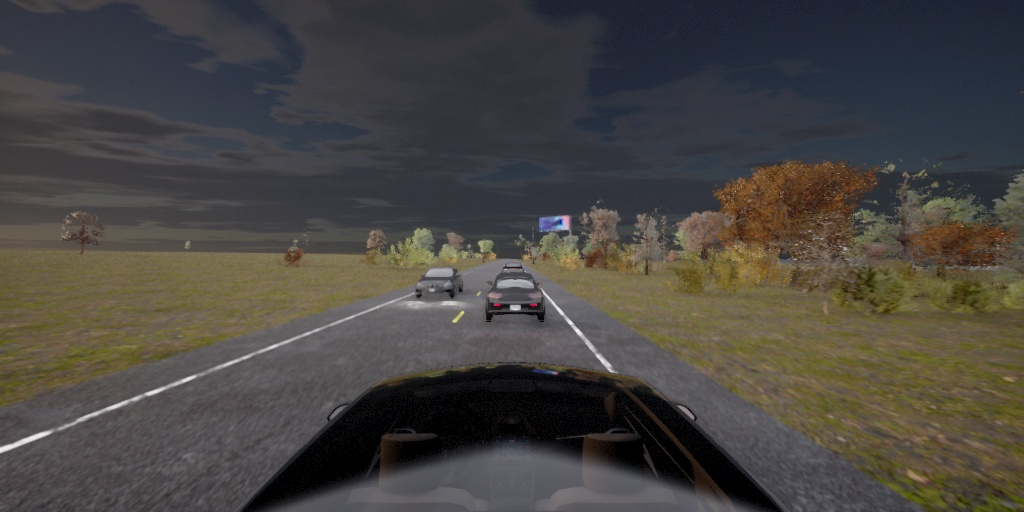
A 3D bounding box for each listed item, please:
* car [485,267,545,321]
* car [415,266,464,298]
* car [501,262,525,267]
[{"bbox_3d":[0.096,1.279,12.347,1.812,1.442,4.674,0,0,0],"label":"car"},{"bbox_3d":[-3.604,1.281,18.507,1.812,1.442,4.674,0,0,0],"label":"car"},{"bbox_3d":[0.090,1.253,30.124,2.128,1.511,4.902,0,0,0],"label":"car"}]
